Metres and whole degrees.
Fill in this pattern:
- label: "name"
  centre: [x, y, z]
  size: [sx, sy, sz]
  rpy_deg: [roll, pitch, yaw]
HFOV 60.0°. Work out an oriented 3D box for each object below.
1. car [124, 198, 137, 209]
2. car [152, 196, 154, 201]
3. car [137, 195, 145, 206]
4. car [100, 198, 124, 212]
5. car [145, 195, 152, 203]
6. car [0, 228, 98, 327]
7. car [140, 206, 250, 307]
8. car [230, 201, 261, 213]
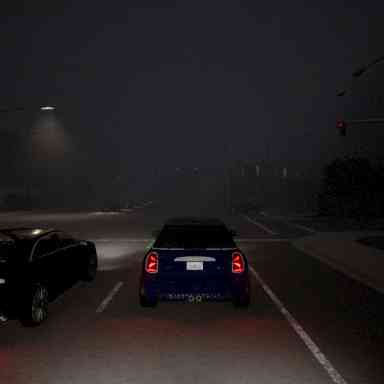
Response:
- label: "car"
  centre: [-10.681, 1.743, 52.946]
  size: [2.097, 1.767, 4.553]
  rpy_deg: [0, 0, 0]
- label: "car"
  centre: [-10.638, 1.637, 82.918]
  size: [2.128, 1.511, 4.902]
  rpy_deg: [0, 0, 0]
- label: "car"
  centre: [-10.660, 1.821, 62.732]
  size: [1.882, 1.535, 5.008]
  rpy_deg: [0, 1, 0]
- label: "car"
  centre: [-10.669, 1.857, 43.910]
  size: [1.812, 1.442, 4.674]
  rpy_deg: [0, 0, 0]
- label: "car"
  centre: [-10.621, 1.556, 72.785]
  size: [2.097, 1.767, 4.553]
  rpy_deg: [0, 1, 0]
- label: "car"
  centre: [-3.446, 1.503, 7.015]
  size: [2.128, 1.511, 4.902]
  rpy_deg: [0, 0, 0]
- label: "car"
  centre: [0.060, 1.364, 8.155]
  size: [2.097, 1.767, 4.553]
  rpy_deg: [0, 0, 0]
- label: "car"
  centre: [6.198, 1.822, 38.972]
  size: [1.812, 1.442, 4.674]
  rpy_deg: [-1, -1, 44]
